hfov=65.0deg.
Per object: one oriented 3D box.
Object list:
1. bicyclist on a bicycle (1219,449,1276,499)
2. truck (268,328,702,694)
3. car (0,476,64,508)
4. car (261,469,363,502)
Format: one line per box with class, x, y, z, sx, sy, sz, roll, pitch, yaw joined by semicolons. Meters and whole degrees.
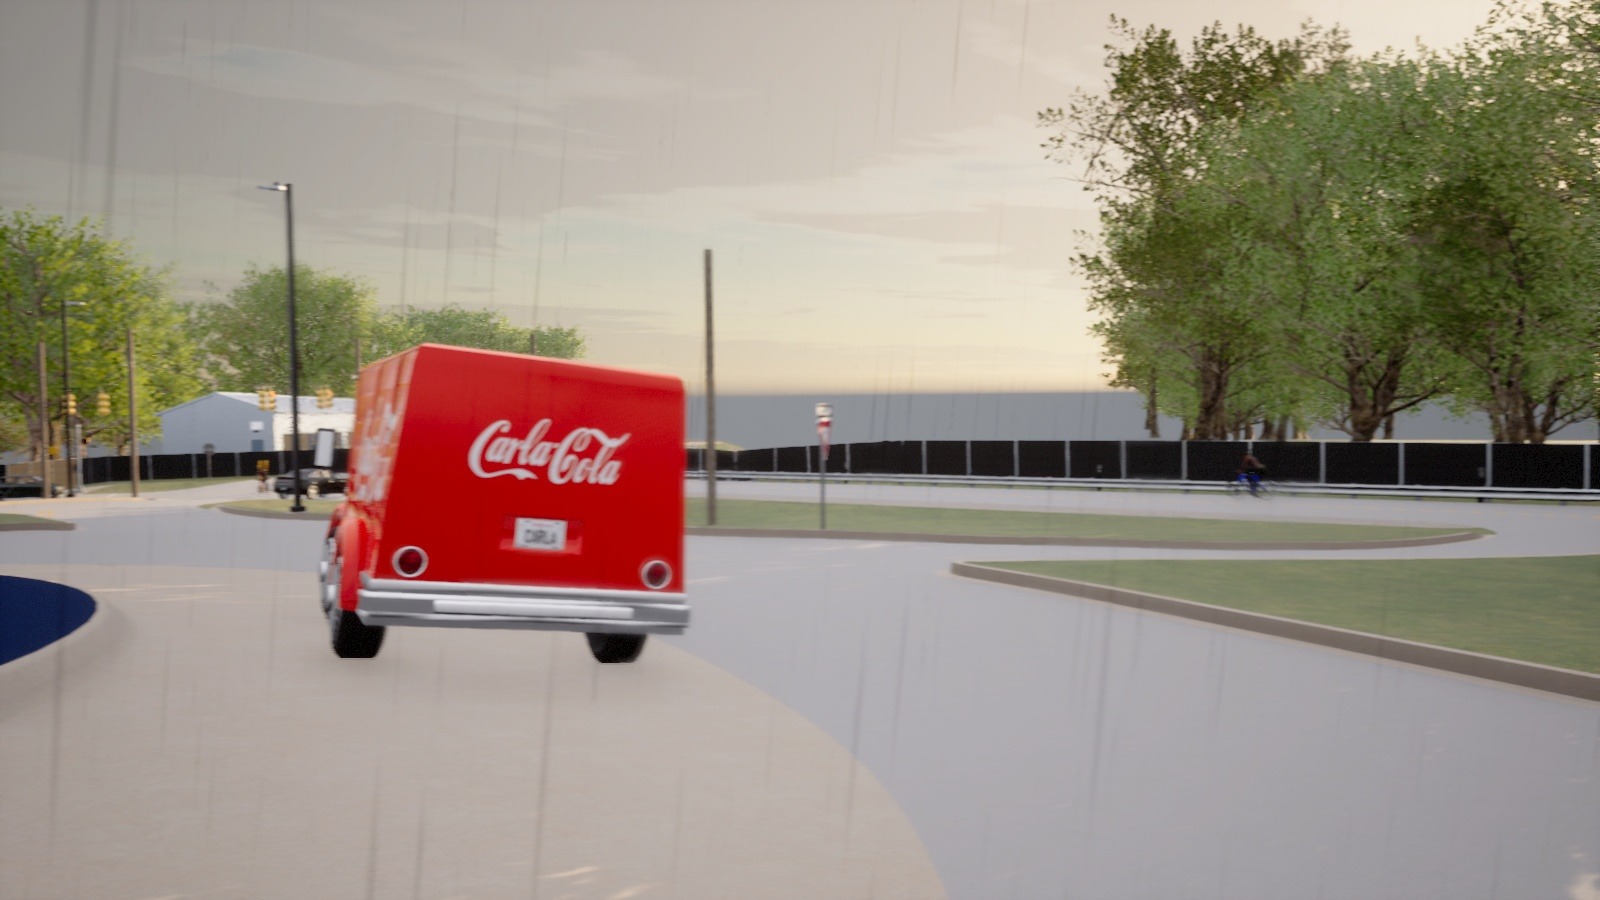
bicyclist on a bicycle;14.706;0.780;41.304;0.582;1.620;1.656;-3;2;-41
truck;-3.161;0.529;11.408;2.627;2.467;5.204;6;-3;-26
car;-42.944;2.313;69.391;3.705;1.549;1.789;-1;3;-22
car;-24.118;1.729;62.308;2.128;1.511;4.902;0;0;17
